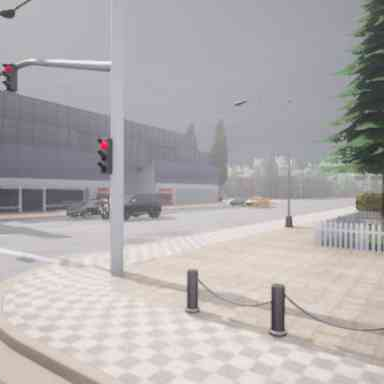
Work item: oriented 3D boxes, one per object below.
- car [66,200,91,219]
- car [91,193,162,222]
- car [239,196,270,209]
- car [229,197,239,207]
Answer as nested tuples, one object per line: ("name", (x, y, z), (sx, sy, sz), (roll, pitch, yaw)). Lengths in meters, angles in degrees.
("car", (-7.935, 1.360, 27.382), (1.837, 1.490, 4.892), (0, 0, 36))
("car", (-4.694, 1.099, 25.893), (2.150, 2.045, 5.566), (0, 0, 36))
("car", (8.689, 1.356, 44.480), (1.882, 1.535, 5.008), (0, 0, 36))
("car", (7.495, 1.404, 48.781), (2.033, 1.411, 5.357), (0, 0, 36))
